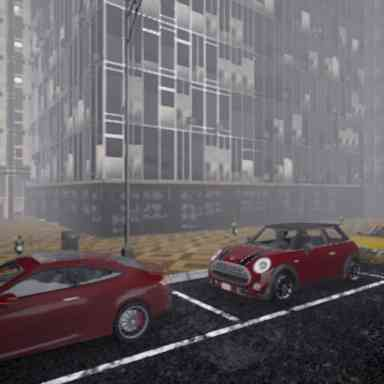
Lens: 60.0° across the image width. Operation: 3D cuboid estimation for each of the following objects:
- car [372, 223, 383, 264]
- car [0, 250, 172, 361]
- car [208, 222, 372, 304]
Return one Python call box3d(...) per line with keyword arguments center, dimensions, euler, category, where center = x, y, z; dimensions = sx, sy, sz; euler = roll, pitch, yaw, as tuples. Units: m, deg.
box3d(center=(6.843, 1.650, 11.446), dimensions=(4.829, 1.417, 1.752), euler=(1, -1, -35), category="car")
box3d(center=(-2.275, 1.591, 4.946), dimensions=(4.206, 1.307, 1.802), euler=(1, -1, -35), category="car")
box3d(center=(2.354, 1.508, 8.247), dimensions=(4.097, 1.590, 1.967), euler=(1, -1, -35), category="car")
